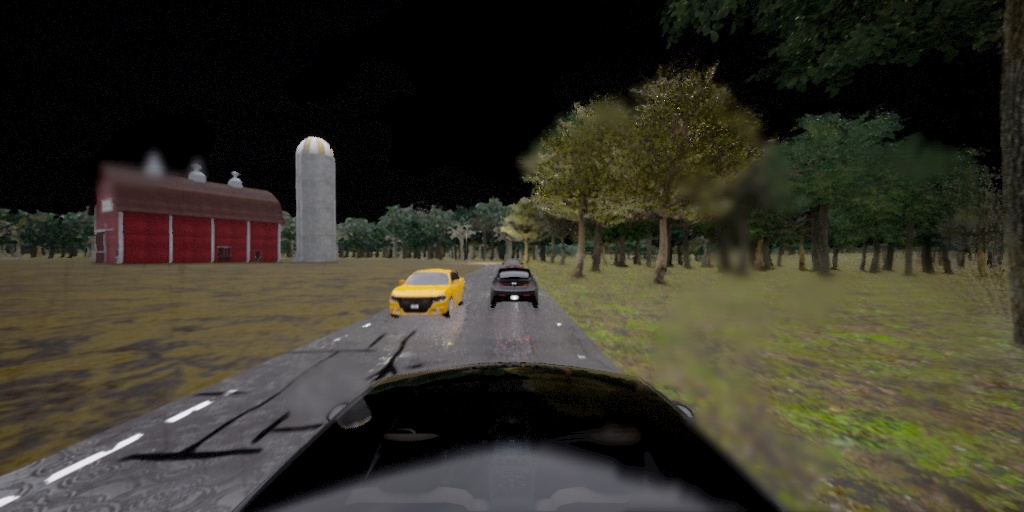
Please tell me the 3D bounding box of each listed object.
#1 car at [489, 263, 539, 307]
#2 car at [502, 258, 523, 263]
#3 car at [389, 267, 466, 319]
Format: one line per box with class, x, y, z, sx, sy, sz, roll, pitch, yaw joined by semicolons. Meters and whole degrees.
car;0.085;1.227;15.203;1.837;1.490;4.892;0;0;0
car;0.048;1.031;35.165;2.097;1.767;4.553;0;0;0
car;-2.843;1.204;12.981;1.882;1.535;5.008;0;0;0
